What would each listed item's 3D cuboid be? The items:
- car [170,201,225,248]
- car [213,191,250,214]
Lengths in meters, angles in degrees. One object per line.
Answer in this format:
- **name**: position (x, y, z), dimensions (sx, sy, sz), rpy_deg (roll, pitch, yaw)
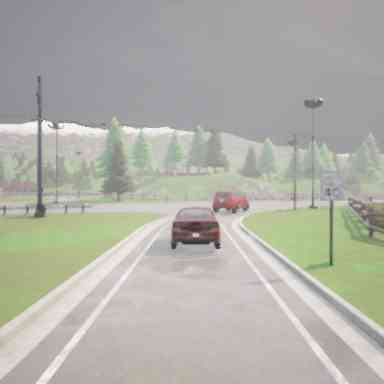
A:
- **car**: position (0.151, 1.363, 14.163), dimensions (1.882, 1.535, 5.008), rpy_deg (0, 0, 0)
- **car**: position (3.892, 0.953, 32.472), dimensions (2.150, 2.045, 5.566), rpy_deg (0, -1, 27)
